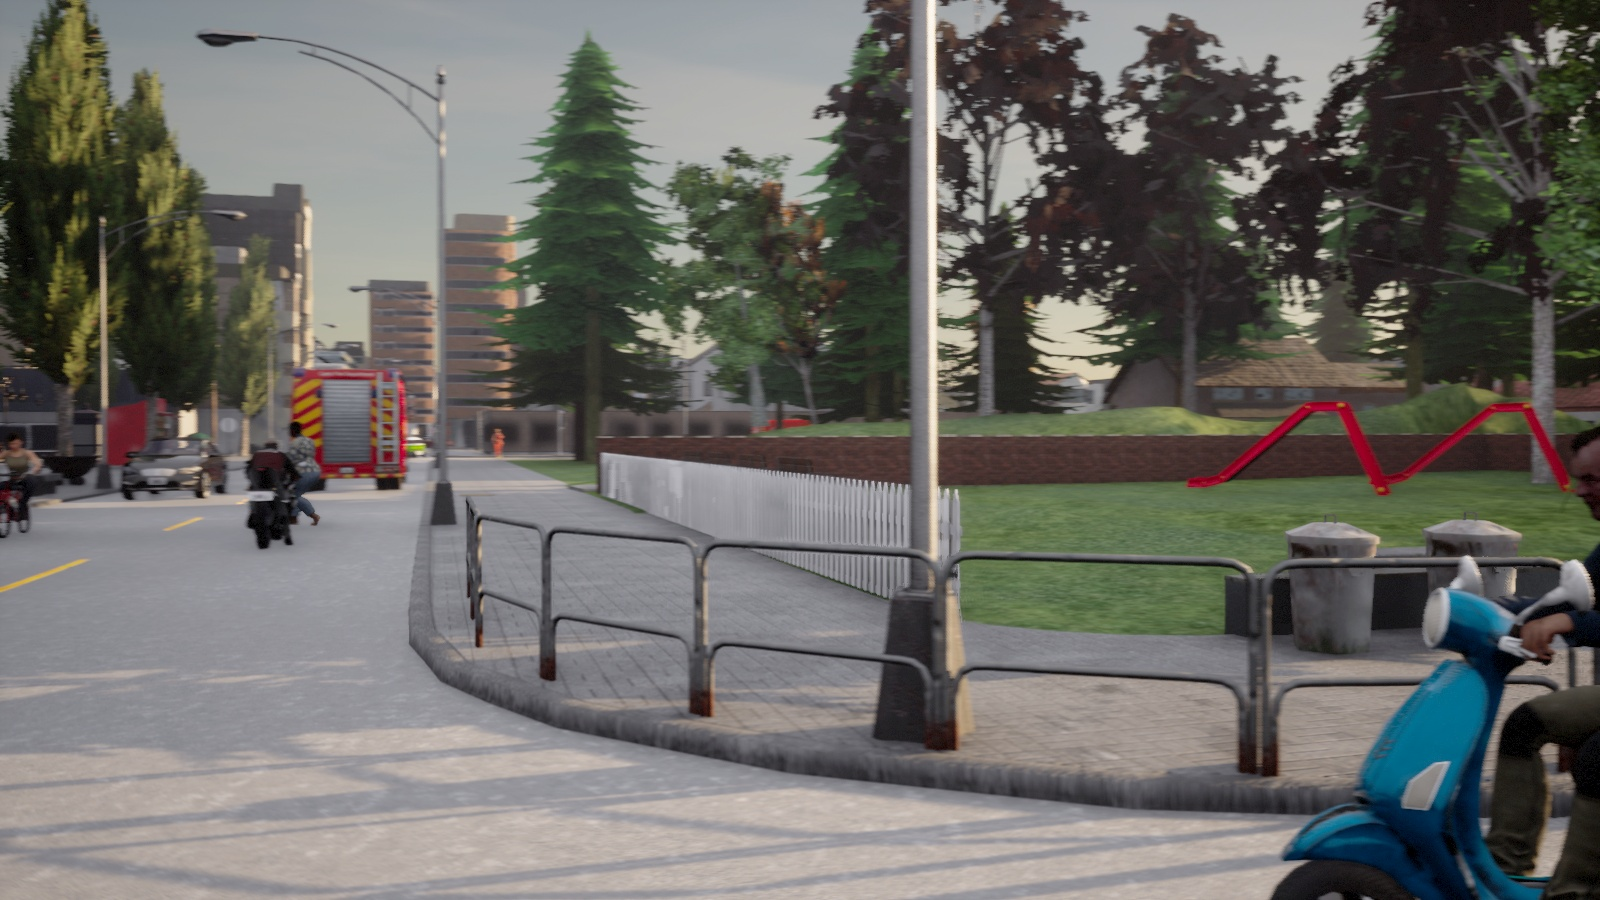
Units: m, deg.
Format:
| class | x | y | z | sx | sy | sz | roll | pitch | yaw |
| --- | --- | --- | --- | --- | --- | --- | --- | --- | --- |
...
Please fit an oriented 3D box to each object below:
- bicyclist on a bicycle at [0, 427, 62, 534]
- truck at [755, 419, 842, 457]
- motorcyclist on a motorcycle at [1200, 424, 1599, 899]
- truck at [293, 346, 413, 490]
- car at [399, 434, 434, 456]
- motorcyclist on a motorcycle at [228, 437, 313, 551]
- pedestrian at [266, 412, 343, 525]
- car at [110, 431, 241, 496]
| class | x | y | z | sx | sy | sz | roll | pitch | yaw |
| --- | --- | --- | --- | --- | --- | --- | --- | --- | --- |
| bicyclist on a bicycle | -12.163 | 0.445 | 19.501 | 0.866 | 1.612 | 1.509 | 0 | 1 | -16 |
| truck | -0.121 | -0.775 | 83.122 | 5.204 | 2.467 | 2.627 | 0 | 1 | -16 |
| motorcyclist on a motorcycle | 2.088 | 0.746 | 3.309 | 1.817 | 1.590 | 0.866 | 0 | -1 | 4 |
| truck | -13.292 | -0.908 | 37.943 | 2.891 | 3.827 | 8.468 | 0 | 1 | -16 |
| car | -25.667 | -0.362 | 83.957 | 1.481 | 1.376 | 2.207 | -2 | 2 | -40 |
| motorcyclist on a motorcycle | -7.625 | 0.582 | 18.172 | 0.866 | 1.530 | 2.191 | 0 | 1 | -16 |
| pedestrian | -8.297 | 0.301 | 21.069 | 0.900 | 1.855 | 0.874 | 0 | 1 | 7 |
| car | -15.721 | 0.282 | 31.906 | 2.128 | 1.511 | 4.902 | 0 | 1 | -16 |
